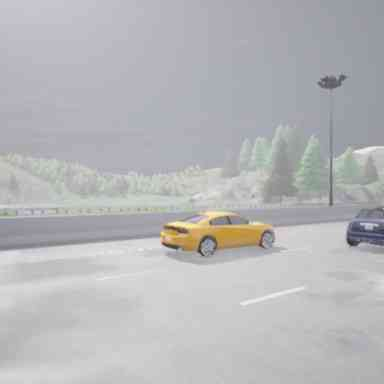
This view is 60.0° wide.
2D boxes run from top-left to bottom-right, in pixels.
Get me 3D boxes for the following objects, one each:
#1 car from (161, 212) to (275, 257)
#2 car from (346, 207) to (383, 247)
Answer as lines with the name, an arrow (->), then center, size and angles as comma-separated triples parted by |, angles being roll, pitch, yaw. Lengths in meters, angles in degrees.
car -> 1.183, 1.517, 13.186 | 5.008, 1.535, 1.882 | 0, 0, -35
car -> 8.624, 1.420, 14.192 | 4.553, 1.767, 2.097 | 0, 0, -35
